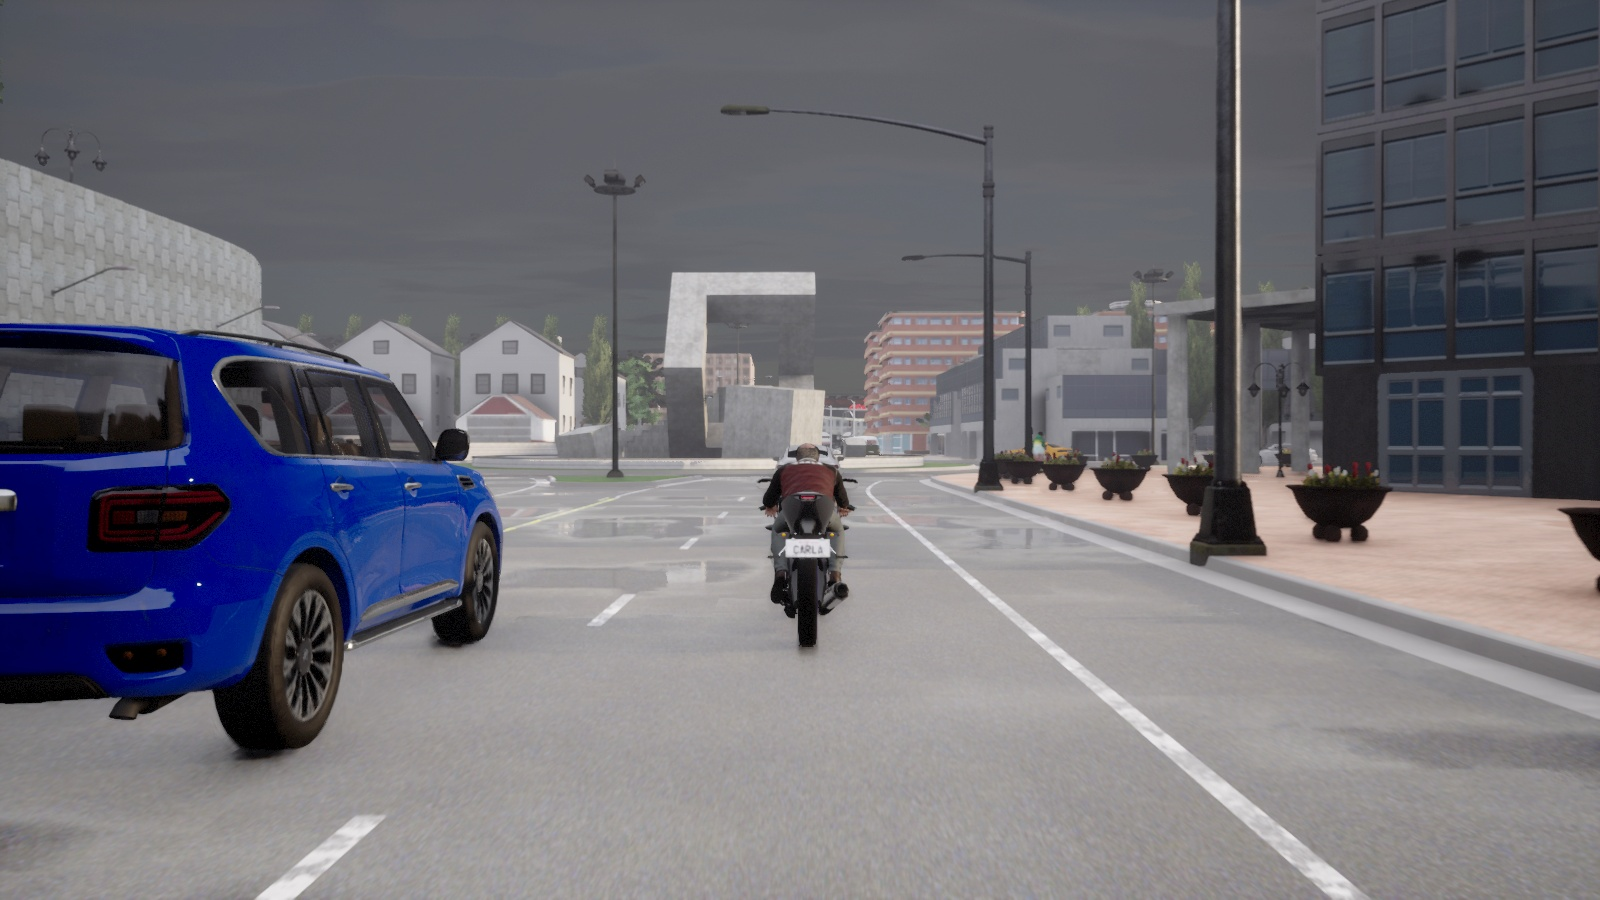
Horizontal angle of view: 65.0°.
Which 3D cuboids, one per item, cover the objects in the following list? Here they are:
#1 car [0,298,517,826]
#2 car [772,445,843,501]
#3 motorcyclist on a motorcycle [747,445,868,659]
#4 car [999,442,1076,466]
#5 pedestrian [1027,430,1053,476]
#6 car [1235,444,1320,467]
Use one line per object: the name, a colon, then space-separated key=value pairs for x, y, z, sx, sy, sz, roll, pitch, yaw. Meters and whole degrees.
car: x=-3.441 y=0.420 z=7.648 sx=2.150 sy=2.045 sz=5.566 roll=0 pitch=0 yaw=0
car: x=0.235 y=0.577 z=34.614 sx=1.812 sy=1.442 sz=4.674 roll=0 pitch=0 yaw=1
motorcyclist on a motorcycle: x=0.060 y=0.725 z=10.081 sx=0.866 sy=1.530 sz=2.191 roll=0 pitch=0 yaw=0
car: x=16.090 y=0.256 z=85.348 sx=1.882 sy=1.535 sz=5.008 roll=0 pitch=1 yaw=-42
pedestrian: x=10.240 y=0.108 z=53.599 sx=0.873 sy=1.952 sz=0.659 roll=0 pitch=0 yaw=-21
car: x=29.934 y=0.352 z=78.874 sx=4.674 sy=1.442 sz=1.812 roll=0 pitch=0 yaw=4
